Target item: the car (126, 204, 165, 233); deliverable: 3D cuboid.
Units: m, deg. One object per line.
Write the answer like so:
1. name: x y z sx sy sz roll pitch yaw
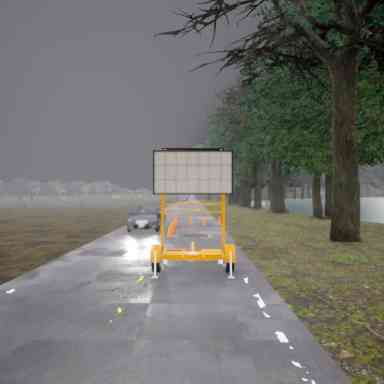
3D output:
1. car: -2.685 1.528 20.120 2.128 1.511 4.902 0 0 0

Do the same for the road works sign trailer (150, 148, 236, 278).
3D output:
1. road works sign trailer: 0.031 0.475 10.113 2.380 3.560 2.880 0 0 0

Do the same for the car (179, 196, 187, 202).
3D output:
1. car: -2.466 1.873 89.028 2.097 1.767 4.553 0 -1 0
